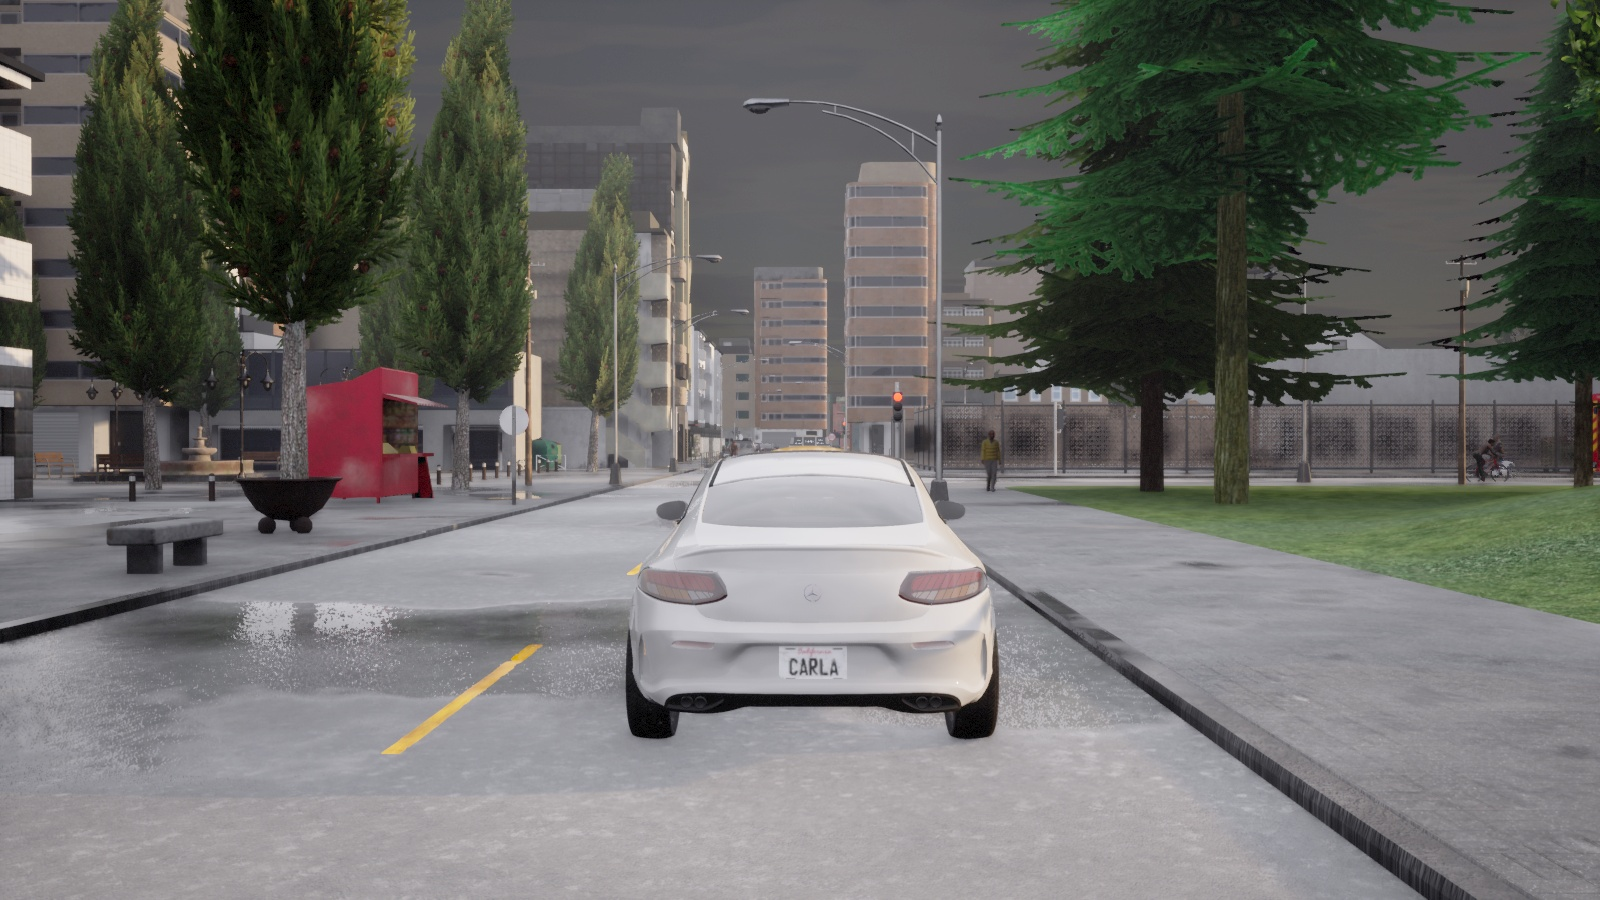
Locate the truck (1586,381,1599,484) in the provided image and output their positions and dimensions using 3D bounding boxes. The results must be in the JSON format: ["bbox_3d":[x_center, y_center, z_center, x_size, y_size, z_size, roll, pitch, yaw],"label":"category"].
[{"bbox_3d":[34.180,-0.653,46.429,8.468,3.827,2.891,0,0,-1],"label":"truck"}]

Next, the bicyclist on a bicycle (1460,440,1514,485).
[{"bbox_3d":[25.440,0.457,46.501,1.656,1.620,0.582,0,0,0],"label":"bicyclist on a bicycle"}]

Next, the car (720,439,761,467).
[{"bbox_3d":[-3.567,0.158,75.995,2.242,1.667,4.611,0,0,0],"label":"car"}]

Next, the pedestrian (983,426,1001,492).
[{"bbox_3d":[5.398,0.261,35.271,0.370,1.835,0.726,0,0,-1],"label":"pedestrian"}]

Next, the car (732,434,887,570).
[{"bbox_3d":[0.130,0.588,17.254,1.801,1.575,5.366,0,0,0],"label":"car"}]

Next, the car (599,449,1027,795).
[{"bbox_3d":[0.067,0.729,7.659,1.812,1.442,4.674,0,0,0],"label":"car"}]

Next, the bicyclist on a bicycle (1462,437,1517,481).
[{"bbox_3d":[27.723,0.354,50.487,1.843,1.776,0.659,0,0,0],"label":"bicyclist on a bicycle"}]
